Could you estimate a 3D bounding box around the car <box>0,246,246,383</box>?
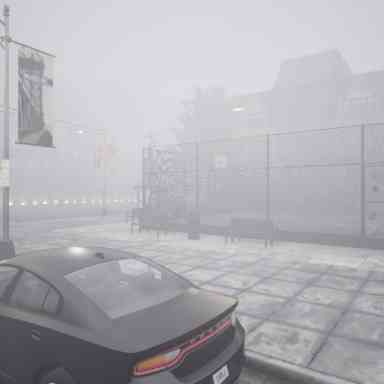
[{"bbox_3d":[-1.763,1.480,4.390,5.008,1.535,2.097,0,0,35],"label":"car"}]
